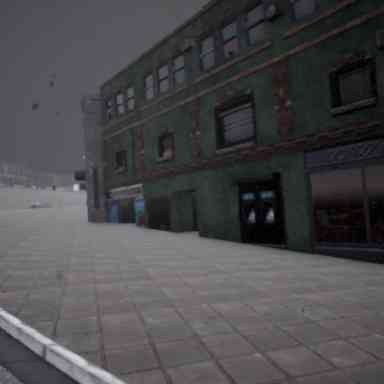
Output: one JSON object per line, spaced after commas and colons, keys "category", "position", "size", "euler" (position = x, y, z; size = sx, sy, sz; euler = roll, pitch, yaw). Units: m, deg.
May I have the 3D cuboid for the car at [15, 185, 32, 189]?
{"category": "car", "position": [-43.098, -0.932, 83.210], "size": [2.163, 1.488, 4.792], "euler": [-5, -3, 17]}

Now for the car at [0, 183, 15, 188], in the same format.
{"category": "car", "position": [-44.834, -1.277, 77.760], "size": [2.185, 1.767, 4.553], "euler": [-5, -3, 19]}

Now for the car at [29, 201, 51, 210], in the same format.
{"category": "car", "position": [-26.344, 2.261, 57.663], "size": [1.994, 1.385, 4.181], "euler": [-4, -1, 10]}
